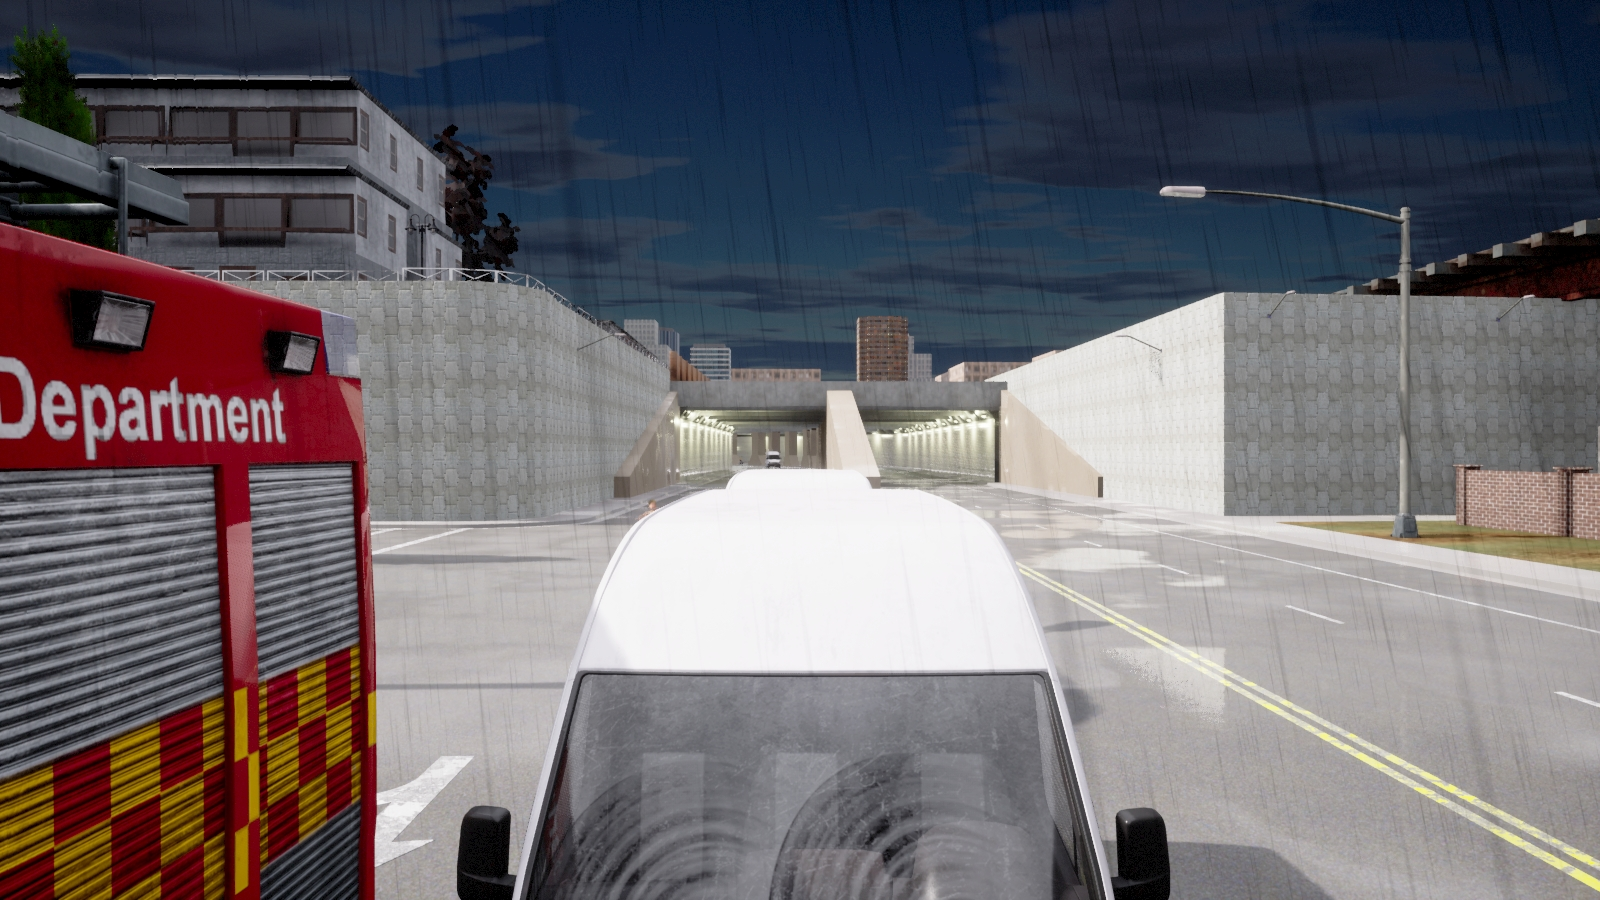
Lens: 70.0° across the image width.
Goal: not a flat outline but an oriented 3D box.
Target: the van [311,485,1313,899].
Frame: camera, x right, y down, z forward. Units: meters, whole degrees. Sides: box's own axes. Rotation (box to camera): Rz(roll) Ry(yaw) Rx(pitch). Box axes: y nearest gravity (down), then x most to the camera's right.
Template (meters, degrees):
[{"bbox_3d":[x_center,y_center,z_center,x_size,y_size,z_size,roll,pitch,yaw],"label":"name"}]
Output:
[{"bbox_3d":[0.047,1.534,5.226,1.988,2.561,5.915,0,0,1],"label":"van"}]
